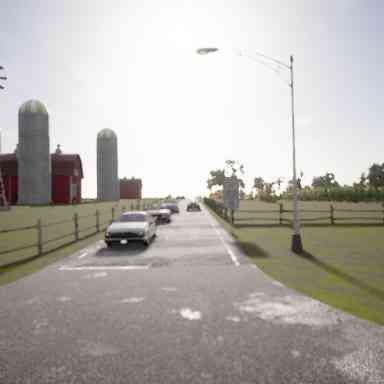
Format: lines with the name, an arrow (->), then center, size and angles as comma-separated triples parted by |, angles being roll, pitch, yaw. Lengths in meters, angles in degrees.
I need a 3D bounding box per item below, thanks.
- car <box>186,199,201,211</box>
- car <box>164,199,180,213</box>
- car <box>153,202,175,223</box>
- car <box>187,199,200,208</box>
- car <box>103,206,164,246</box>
car -> 0.202, 1.816, 46.158 | 1.812, 1.442, 4.674 | -1, 0, 0
car -> -2.655, 1.663, 40.475 | 2.097, 1.767, 4.553 | -1, -1, 1
car -> -2.727, 1.773, 27.515 | 1.994, 1.385, 4.181 | -1, 0, 0
car -> 0.251, 1.935, 56.163 | 1.994, 1.385, 4.181 | -1, 0, 0
car -> -2.788, 1.671, 16.271 | 2.033, 1.411, 5.357 | -1, 0, 0
